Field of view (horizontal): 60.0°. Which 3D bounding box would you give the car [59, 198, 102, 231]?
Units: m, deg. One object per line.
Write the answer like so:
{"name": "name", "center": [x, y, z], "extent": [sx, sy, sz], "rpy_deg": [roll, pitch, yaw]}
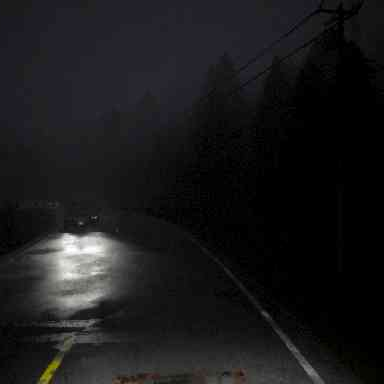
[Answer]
{"name": "car", "center": [-6.397, 1.327, 19.520], "extent": [2.128, 1.511, 4.902], "rpy_deg": [0, 1, -16]}

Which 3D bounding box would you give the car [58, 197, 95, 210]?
{"name": "car", "center": [-13.289, 1.282, 38.139], "extent": [4.718, 1.301, 1.895], "rpy_deg": [0, 1, 41]}
